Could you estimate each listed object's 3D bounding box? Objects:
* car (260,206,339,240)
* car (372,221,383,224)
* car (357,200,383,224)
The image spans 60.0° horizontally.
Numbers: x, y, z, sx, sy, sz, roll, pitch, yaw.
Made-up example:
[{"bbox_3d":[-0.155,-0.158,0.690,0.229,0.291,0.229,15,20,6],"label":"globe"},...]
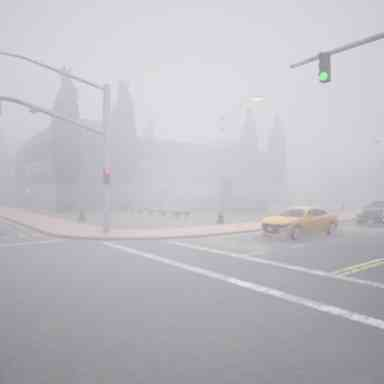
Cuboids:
[{"bbox_3d":[5.656,1.505,17.285,5.008,1.535,1.882,0,0,-38],"label":"car"},{"bbox_3d":[7.500,1.560,9.568,5.357,1.411,2.033,0,0,-38],"label":"car"},{"bbox_3d":[13.593,1.385,23.791,4.553,1.767,2.097,0,0,-43],"label":"car"}]
